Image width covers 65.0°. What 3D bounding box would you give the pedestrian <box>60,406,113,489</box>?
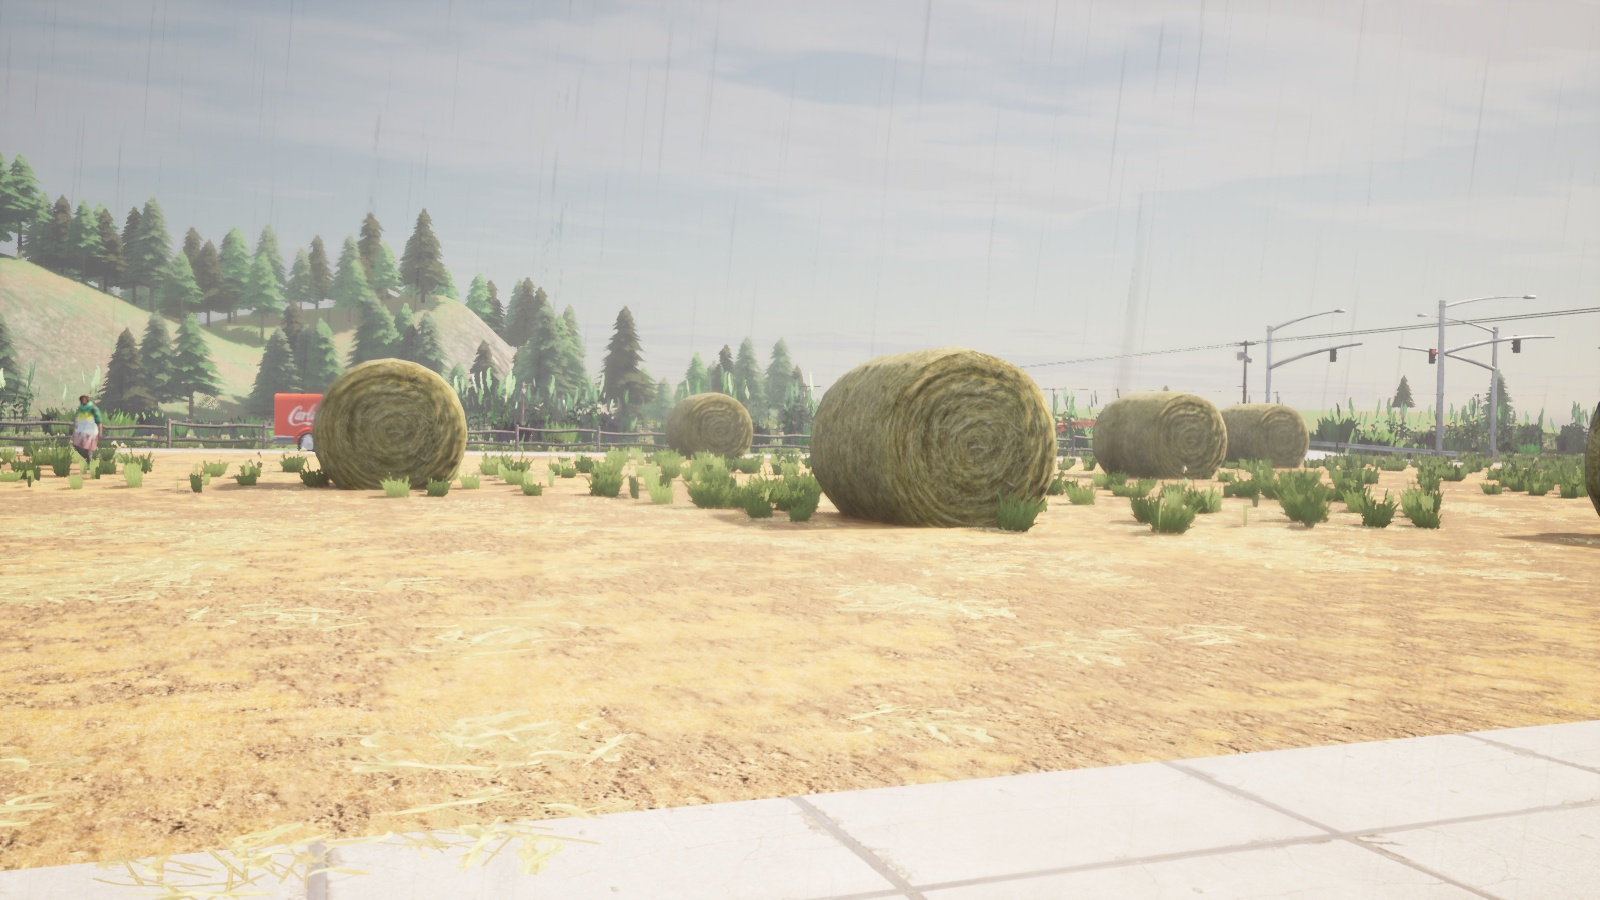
[{"bbox_3d":[-17.218,-0.072,30.311,0.659,1.952,0.873,0,1,24],"label":"pedestrian"}]

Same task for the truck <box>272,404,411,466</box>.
[{"bbox_3d":[-18.816,-0.645,51.848,5.204,2.467,2.627,-1,1,-17],"label":"truck"}]
